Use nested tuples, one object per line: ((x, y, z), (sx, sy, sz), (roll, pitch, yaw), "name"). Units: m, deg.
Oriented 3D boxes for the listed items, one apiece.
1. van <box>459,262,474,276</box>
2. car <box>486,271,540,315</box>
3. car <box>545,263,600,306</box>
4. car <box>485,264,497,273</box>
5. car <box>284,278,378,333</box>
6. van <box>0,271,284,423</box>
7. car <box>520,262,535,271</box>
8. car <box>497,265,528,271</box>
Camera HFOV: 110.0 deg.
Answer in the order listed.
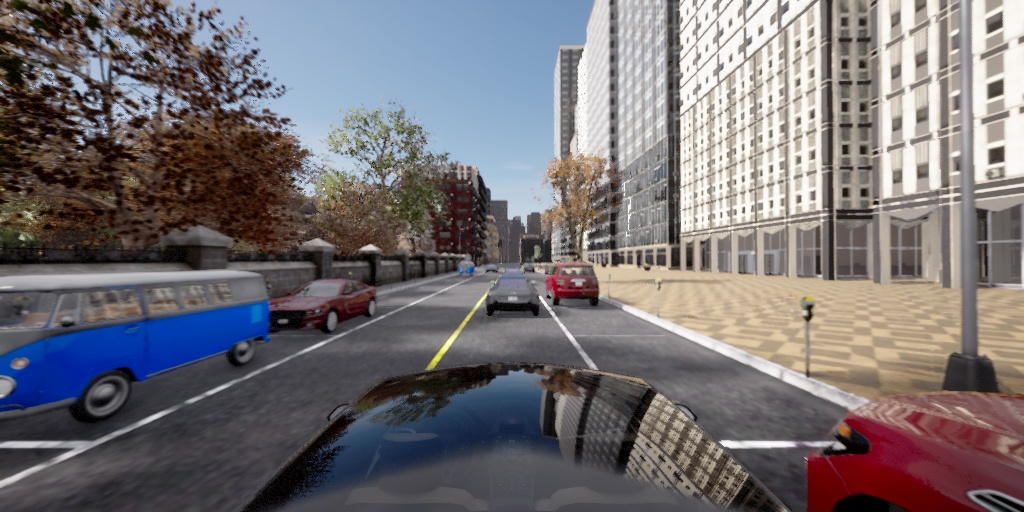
((-5.689, 1.614, 44.952), (1.690, 1.789, 3.998), (0, 0, 0), "van")
((0.049, 1.462, 14.407), (1.994, 1.385, 4.181), (0, -1, 0), "car")
((2.689, 1.240, 16.796), (2.192, 1.841, 5.009), (0, 0, 0), "car")
((-3.072, 1.956, 55.503), (2.033, 1.411, 5.357), (0, -1, 0), "car")
((-5.691, 1.404, 11.164), (1.888, 1.381, 4.507), (0, 0, 0), "car")
((-5.691, 1.134, 5.532), (1.690, 1.789, 3.998), (0, 0, 0), "van")
((2.691, 1.984, 56.216), (1.948, 1.339, 4.313), (0, 0, 0), "car")
((0.051, 1.644, 29.427), (1.994, 1.385, 4.181), (0, -1, 0), "car")
